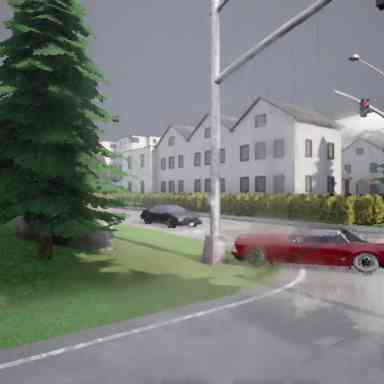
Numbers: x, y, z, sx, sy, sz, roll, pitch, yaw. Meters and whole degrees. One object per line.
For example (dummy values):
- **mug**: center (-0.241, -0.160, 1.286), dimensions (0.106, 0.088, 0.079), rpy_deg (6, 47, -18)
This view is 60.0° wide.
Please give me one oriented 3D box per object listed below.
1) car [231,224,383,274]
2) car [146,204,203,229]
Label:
- **car**: center (3.598, 1.655, 10.138), dimensions (4.718, 1.301, 1.895), rpy_deg (0, 0, 15)
- **car**: center (-1.520, 1.528, 21.945), dimensions (2.033, 1.411, 5.357), rpy_deg (0, 0, -35)
